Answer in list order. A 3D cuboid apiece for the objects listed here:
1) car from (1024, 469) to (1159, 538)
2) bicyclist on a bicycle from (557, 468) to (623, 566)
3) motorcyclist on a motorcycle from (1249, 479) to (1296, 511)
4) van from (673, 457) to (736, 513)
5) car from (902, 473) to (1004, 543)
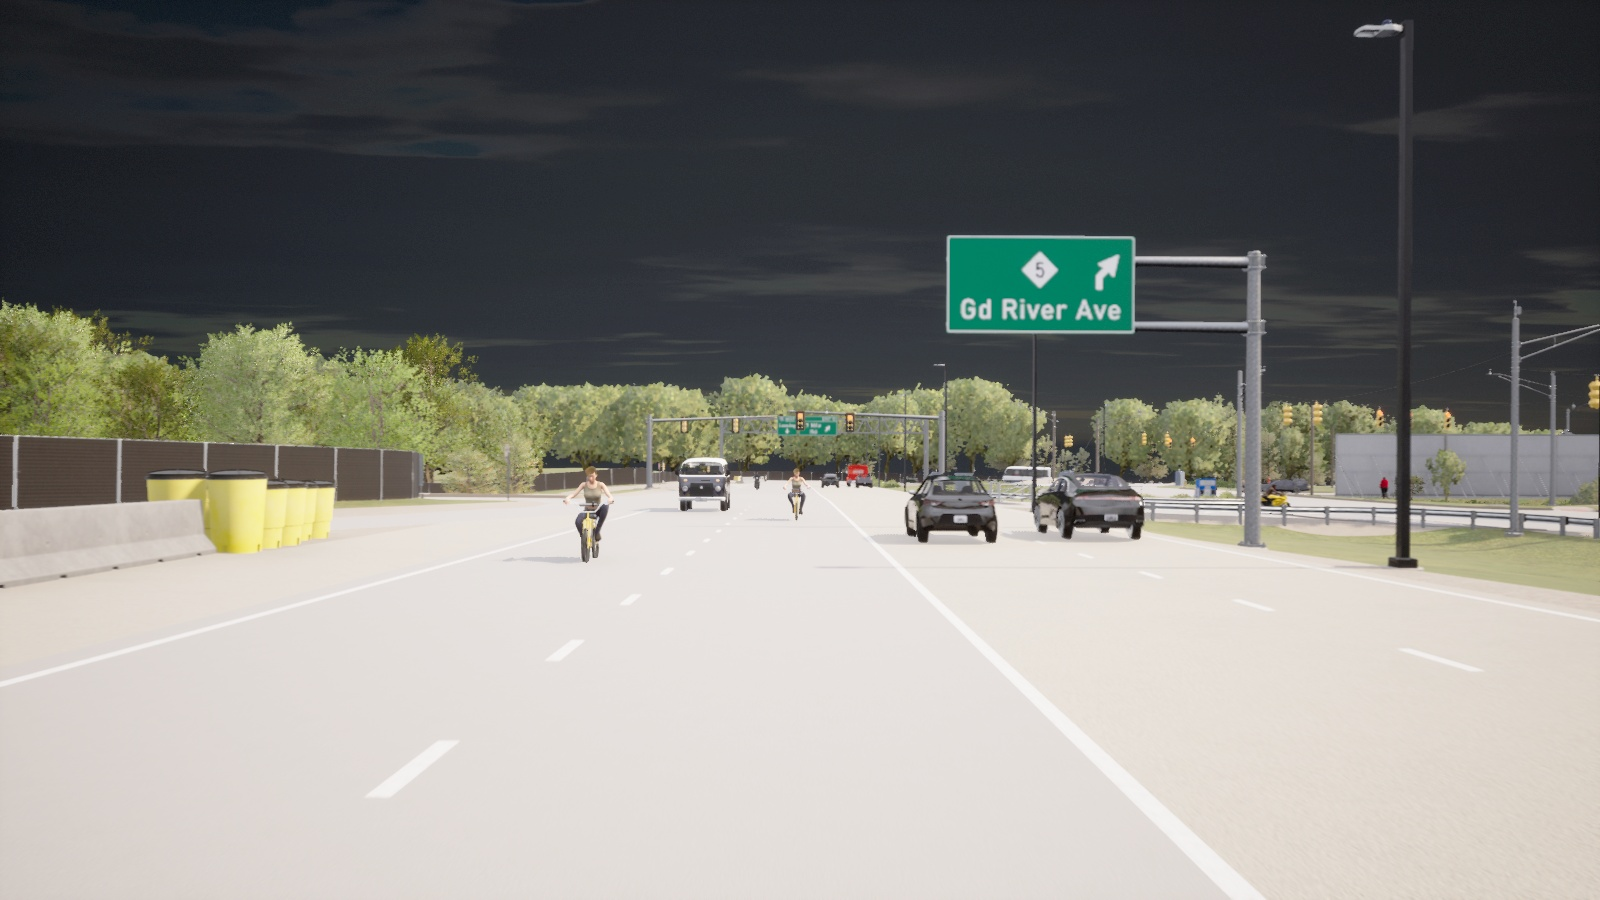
[{"bbox_3d":[6.929,1.233,30.421,2.128,1.511,4.902,0,-1,0],"label":"car"},{"bbox_3d":[-3.550,1.112,21.341,0.866,1.612,1.509,0,-1,0],"label":"bicyclist on a bicycle"},{"bbox_3d":[24.238,2.307,64.446,2.044,1.523,0.797,-2,0,-3],"label":"motorcyclist on a motorcycle"},{"bbox_3d":[-3.605,1.329,48.074,2.069,2.038,4.480,0,-1,0],"label":"van"},{"bbox_3d":[3.432,1.281,28.910,1.816,1.474,4.193,0,-1,0],"label":"car"}]
